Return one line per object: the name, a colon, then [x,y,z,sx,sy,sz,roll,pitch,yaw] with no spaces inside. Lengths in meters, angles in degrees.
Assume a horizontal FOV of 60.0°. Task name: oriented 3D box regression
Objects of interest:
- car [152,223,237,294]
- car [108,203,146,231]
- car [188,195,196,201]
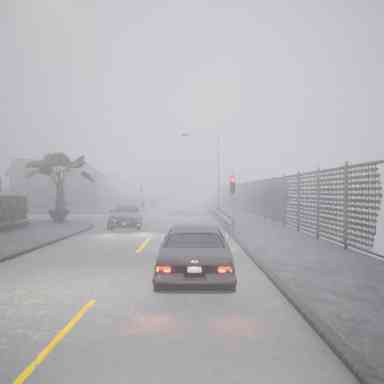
car: [0.069,1.545,8.932,2.033,1.411,5.357,0,0,1]
car: [-3.948,1.500,20.660,1.837,1.490,4.892,3,0,-6]
car: [0.059,1.532,86.582,1.994,1.385,4.181,0,0,0]
